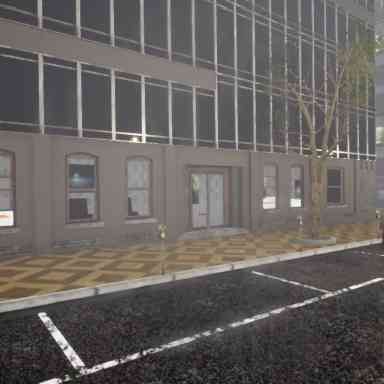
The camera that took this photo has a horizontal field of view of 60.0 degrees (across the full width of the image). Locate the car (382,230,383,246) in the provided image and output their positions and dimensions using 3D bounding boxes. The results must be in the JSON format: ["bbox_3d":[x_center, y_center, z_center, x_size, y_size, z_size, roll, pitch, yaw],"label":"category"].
[{"bbox_3d":[9.345,1.436,13.264,4.097,1.590,1.967,0,-1,-36],"label":"car"}]
